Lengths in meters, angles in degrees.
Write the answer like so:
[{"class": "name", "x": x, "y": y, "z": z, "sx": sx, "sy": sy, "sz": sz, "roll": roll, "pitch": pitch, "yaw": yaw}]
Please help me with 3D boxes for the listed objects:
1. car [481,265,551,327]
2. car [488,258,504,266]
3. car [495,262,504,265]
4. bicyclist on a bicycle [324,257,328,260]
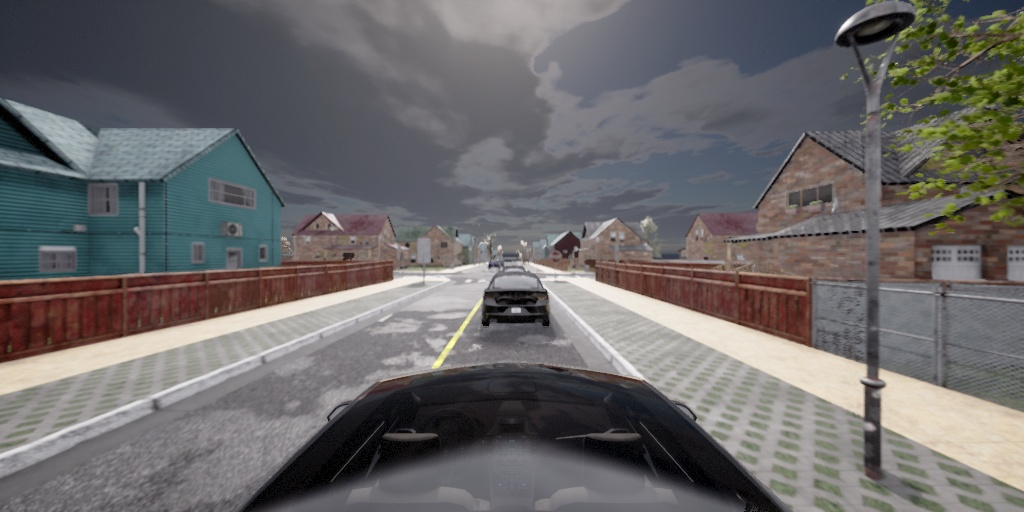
[{"class": "car", "x": 0.107, "y": 1.217, "z": 11.465, "sx": 1.882, "sy": 1.535, "sz": 5.008, "roll": 0, "pitch": 0, "yaw": 0}, {"class": "car", "x": -2.764, "y": 1.378, "z": 56.215, "sx": 1.895, "sy": 1.301, "sz": 4.718, "roll": 0, "pitch": 0, "yaw": 1}, {"class": "car", "x": 0.117, "y": 1.255, "z": 20.821, "sx": 1.812, "sy": 1.442, "sz": 4.674, "roll": 0, "pitch": 0, "yaw": 0}, {"class": "bicyclist on a bicycle", "x": -20.118, "y": 0.917, "z": 38.729, "sx": 0.582, "sy": 1.620, "sz": 1.656, "roll": 0, "pitch": 1, "yaw": 0}]
